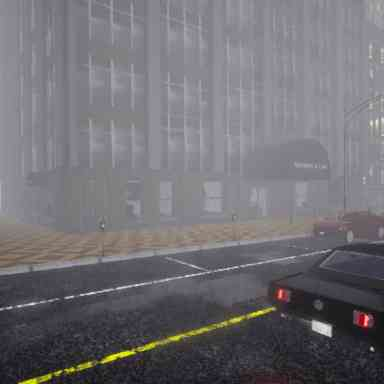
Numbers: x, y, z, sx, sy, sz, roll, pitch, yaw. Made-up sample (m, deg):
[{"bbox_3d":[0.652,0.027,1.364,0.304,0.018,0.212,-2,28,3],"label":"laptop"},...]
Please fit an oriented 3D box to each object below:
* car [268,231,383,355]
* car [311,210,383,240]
[{"bbox_3d":[3.603,1.600,5.883,4.718,1.301,1.895,0,0,-35],"label":"car"},{"bbox_3d":[7.474,1.542,15.764,4.507,1.381,1.887,0,-1,-35],"label":"car"}]
